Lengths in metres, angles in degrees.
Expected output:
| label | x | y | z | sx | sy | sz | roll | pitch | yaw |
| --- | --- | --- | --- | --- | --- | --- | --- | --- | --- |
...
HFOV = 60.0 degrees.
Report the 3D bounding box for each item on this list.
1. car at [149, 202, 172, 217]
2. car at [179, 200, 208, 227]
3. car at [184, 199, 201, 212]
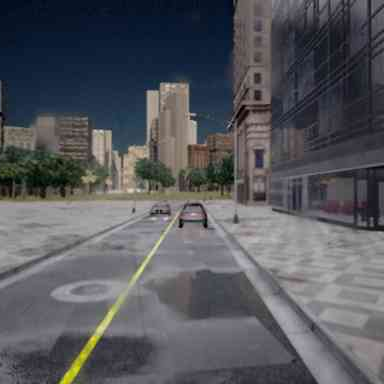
| label | x | y | z | sx | sy | sz | roll | pitch | yaw |
| --- | --- | --- | --- | --- | --- | --- | --- | --- | --- |
| car | -3.122 | 1.724 | 33.597 | 1.994 | 1.385 | 4.181 | 0 | 0 | 0 |
| car | 0.080 | 1.544 | 23.806 | 2.033 | 1.649 | 4.856 | 0 | 0 | 0 |
| car | 0.064 | 1.690 | 42.170 | 2.128 | 1.511 | 4.902 | 0 | 0 | 0 |
